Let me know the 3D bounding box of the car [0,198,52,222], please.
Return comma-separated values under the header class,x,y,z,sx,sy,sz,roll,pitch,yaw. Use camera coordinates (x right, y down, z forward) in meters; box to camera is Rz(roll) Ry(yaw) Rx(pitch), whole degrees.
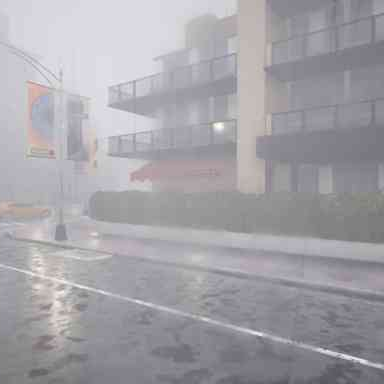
class,x,y,z,sx,sy,sz,roll,pitch,yaw
car,-13.769,1.477,26.663,1.882,1.535,5.008,0,0,35
